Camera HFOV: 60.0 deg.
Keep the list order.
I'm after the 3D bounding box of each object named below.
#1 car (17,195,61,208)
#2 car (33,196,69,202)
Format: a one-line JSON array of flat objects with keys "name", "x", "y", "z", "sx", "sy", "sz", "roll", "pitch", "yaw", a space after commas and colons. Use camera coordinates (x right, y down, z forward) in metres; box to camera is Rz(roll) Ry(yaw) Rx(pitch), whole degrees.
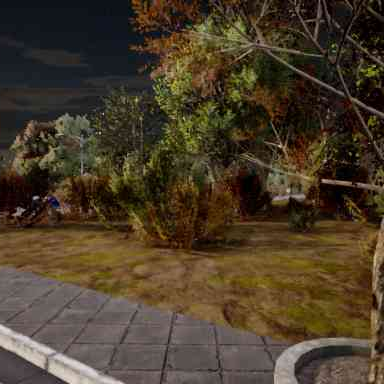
[{"name": "car", "x": -20.087, "y": 1.221, "z": 43.881, "sx": 1.882, "sy": 1.535, "sz": 5.008, "roll": 0, "pitch": 0, "yaw": 32}, {"name": "car", "x": -17.572, "y": 1.245, "z": 41.306, "sx": 1.882, "sy": 1.535, "sz": 5.008, "roll": 0, "pitch": 0, "yaw": 32}]
